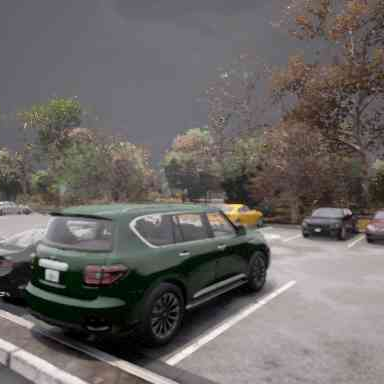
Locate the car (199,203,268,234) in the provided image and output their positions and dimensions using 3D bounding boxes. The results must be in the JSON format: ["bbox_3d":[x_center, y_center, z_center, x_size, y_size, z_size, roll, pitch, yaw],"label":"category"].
[{"bbox_3d":[2.696,1.519,20.580,2.097,1.535,5.008,-1,0,36],"label":"car"}]

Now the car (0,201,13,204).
[{"bbox_3d":[-20.487,1.818,37.130,2.002,1.452,4.674,-1,0,36],"label":"car"}]

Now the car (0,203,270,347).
[{"bbox_3d":[-0.353,1.237,6.730,2.435,2.045,5.566,0,0,35],"label":"car"}]

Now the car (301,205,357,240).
[{"bbox_3d":[7.235,1.487,17.355,2.097,1.535,5.008,0,0,36],"label":"car"}]

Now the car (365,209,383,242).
[{"bbox_3d":[9.502,1.517,15.734,2.002,1.452,4.674,0,0,36],"label":"car"}]
